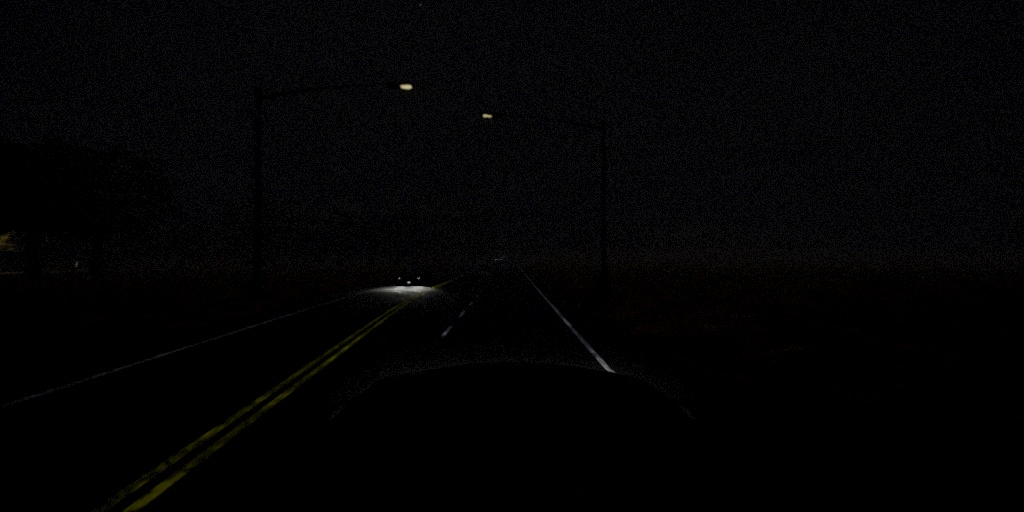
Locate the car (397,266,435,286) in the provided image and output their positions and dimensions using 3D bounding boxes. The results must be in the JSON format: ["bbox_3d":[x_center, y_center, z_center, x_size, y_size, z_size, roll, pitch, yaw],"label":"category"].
[{"bbox_3d":[-7.202,1.460,27.555,2.033,1.411,5.357,0,0,-1],"label":"car"}]
